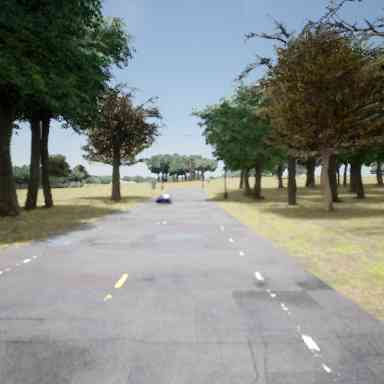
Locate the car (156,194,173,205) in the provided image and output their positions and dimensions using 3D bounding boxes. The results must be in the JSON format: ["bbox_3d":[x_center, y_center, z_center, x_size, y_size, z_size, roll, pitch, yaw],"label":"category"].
[{"bbox_3d":[-3.588,0.925,43.212,1.895,1.301,4.718,0,1,0],"label":"car"}]
